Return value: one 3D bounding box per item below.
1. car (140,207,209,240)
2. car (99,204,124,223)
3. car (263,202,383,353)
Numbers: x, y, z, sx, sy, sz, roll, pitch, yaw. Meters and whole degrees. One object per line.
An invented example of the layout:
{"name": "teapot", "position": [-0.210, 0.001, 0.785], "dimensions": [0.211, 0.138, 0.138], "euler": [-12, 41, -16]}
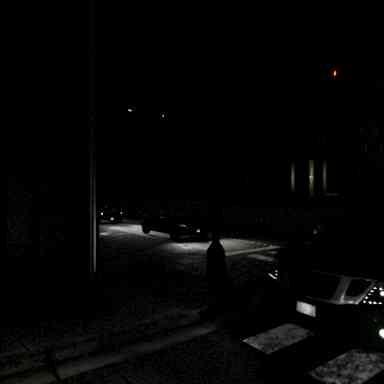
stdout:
{"name": "car", "position": [-1.066, 1.530, 17.339], "dimensions": [1.812, 1.442, 4.674], "euler": [0, 0, -36]}
{"name": "car", "position": [-6.993, 1.608, 25.548], "dimensions": [1.895, 1.301, 4.718], "euler": [0, 0, -36]}
{"name": "car", "position": [3.783, 1.222, 6.067], "dimensions": [5.566, 2.045, 2.150], "euler": [0, 0, -35]}
